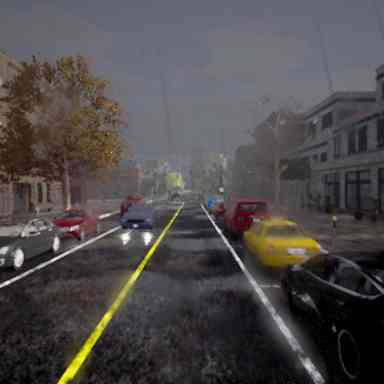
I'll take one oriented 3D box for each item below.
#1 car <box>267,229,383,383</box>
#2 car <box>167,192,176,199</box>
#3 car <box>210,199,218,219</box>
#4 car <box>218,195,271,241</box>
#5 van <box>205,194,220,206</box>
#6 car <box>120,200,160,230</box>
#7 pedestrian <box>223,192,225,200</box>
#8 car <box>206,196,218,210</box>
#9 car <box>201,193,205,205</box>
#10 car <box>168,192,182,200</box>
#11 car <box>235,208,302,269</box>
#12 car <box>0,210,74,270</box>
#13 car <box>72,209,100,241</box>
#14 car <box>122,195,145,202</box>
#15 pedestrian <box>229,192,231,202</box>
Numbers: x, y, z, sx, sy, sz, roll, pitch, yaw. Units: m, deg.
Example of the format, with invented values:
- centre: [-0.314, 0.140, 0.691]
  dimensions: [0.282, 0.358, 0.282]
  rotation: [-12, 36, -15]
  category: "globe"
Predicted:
- centre: [2.688, 1.546, 5.161]
  dimensions: [1.947, 1.339, 4.313]
  rotation: [-1, 0, 0]
  category: "car"
- centre: [-5.690, 0.950, 93.141]
  dimensions: [2.192, 1.841, 5.009]
  rotation: [-1, 0, 0]
  category: "car"
- centre: [2.689, 1.476, 27.355]
  dimensions: [1.802, 1.307, 4.206]
  rotation: [-1, 0, 0]
  category: "car"
- centre: [2.686, 1.252, 16.257]
  dimensions: [2.192, 1.841, 5.009]
  rotation: [-1, 0, 0]
  category: "car"
- centre: [2.687, 1.192, 38.450]
  dimensions: [1.690, 1.788, 3.998]
  rotation: [-1, 0, 0]
  category: "van"
- centre: [-3.101, 1.467, 20.895]
  dimensions: [2.033, 1.411, 5.357]
  rotation: [0, 0, 0]
  category: "car"
- centre: [6.138, 0.891, 64.224]
  dimensions: [0.375, 1.860, 0.375]
  rotation: [-1, 1, 0]
  category: "pedestrian"
- centre: [2.689, 1.397, 33.073]
  dimensions: [1.752, 1.417, 4.829]
  rotation: [-1, 0, 0]
  category: "car"
- centre: [2.690, 1.332, 49.718]
  dimensions: [1.752, 1.417, 4.829]
  rotation: [-1, 0, 0]
  category: "car"
- centre: [-2.997, 0.913, 61.866]
  dimensions: [1.837, 1.490, 4.892]
  rotation: [0, 0, 0]
  category: "car"
- centre: [2.689, 1.483, 10.879]
  dimensions: [1.752, 1.417, 4.829]
  rotation: [-1, 0, 0]
  category: "car"
- centre: [-5.693, 1.510, 10.708]
  dimensions: [2.008, 1.369, 4.403]
  rotation: [-1, 0, 0]
  category: "car"
- centre: [-5.692, 1.519, 16.257]
  dimensions: [1.802, 1.307, 4.206]
  rotation: [-1, 0, 0]
  category: "car"
- centre: [-5.693, 1.188, 32.900]
  dimensions: [2.192, 1.841, 5.009]
  rotation: [-1, 0, 0]
  category: "car"
- centre: [7.138, 0.889, 63.024]
  dimensions: [0.375, 1.860, 0.375]
  rotation: [-1, 1, 0]
  category: "pedestrian"
